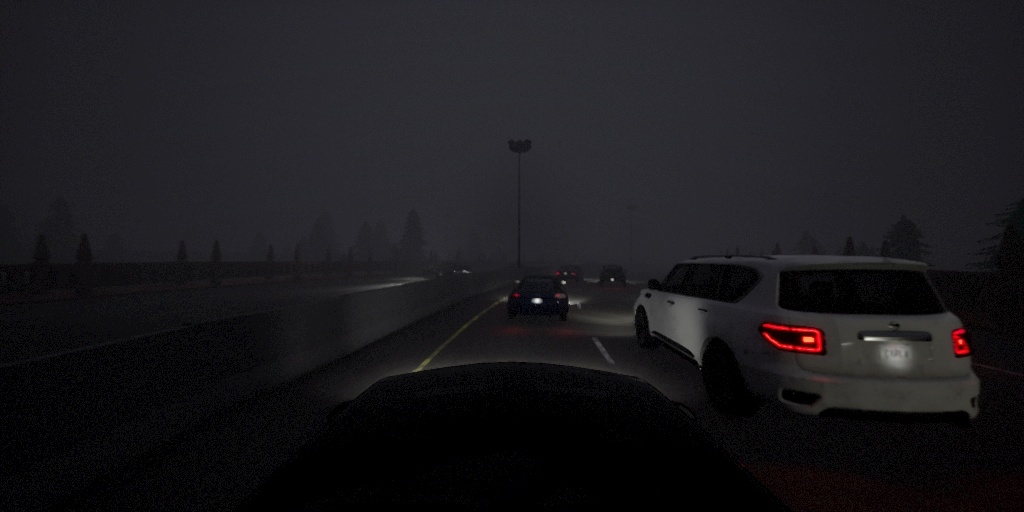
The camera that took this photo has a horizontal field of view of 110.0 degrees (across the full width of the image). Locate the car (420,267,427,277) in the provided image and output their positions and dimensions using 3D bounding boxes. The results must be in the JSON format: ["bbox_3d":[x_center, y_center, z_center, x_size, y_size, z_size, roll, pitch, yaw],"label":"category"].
[{"bbox_3d":[-7.540,1.352,37.313,1.882,1.535,5.008,0,0,20],"label":"car"}]

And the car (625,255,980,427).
[{"bbox_3d":[3.799,1.011,6.092,2.150,2.045,5.566,0,0,3],"label":"car"}]

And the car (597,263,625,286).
[{"bbox_3d":[7.644,1.396,27.153,1.837,1.490,4.892,0,0,17],"label":"car"}]

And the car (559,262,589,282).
[{"bbox_3d":[5.002,1.443,30.519,2.033,1.411,5.357,0,0,19],"label":"car"}]

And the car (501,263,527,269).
[{"bbox_3d":[0.292,1.469,38.428,2.033,1.411,5.357,0,0,22],"label":"car"}]

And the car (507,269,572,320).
[{"bbox_3d":[1.004,1.356,13.023,1.994,1.385,4.181,0,0,7],"label":"car"}]

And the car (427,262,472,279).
[{"bbox_3d":[-5.352,1.348,32.969,2.128,1.511,4.902,0,0,19],"label":"car"}]
